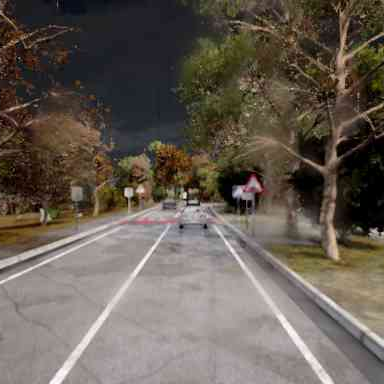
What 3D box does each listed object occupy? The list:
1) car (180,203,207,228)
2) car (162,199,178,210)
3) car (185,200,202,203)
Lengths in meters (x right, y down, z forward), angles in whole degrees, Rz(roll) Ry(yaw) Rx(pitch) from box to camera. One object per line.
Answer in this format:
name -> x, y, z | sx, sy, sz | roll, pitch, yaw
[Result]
car -> 0.099, 1.724, 23.682 | 1.812, 1.442, 4.674 | 0, 0, 0
car -> -3.095, 1.730, 47.192 | 1.837, 1.490, 4.892 | 0, 0, 2
car -> 0.187, 1.721, 41.997 | 1.882, 1.535, 5.008 | 0, 0, 1
